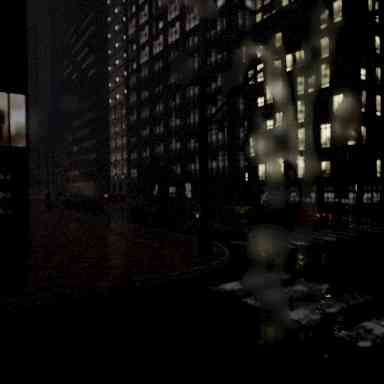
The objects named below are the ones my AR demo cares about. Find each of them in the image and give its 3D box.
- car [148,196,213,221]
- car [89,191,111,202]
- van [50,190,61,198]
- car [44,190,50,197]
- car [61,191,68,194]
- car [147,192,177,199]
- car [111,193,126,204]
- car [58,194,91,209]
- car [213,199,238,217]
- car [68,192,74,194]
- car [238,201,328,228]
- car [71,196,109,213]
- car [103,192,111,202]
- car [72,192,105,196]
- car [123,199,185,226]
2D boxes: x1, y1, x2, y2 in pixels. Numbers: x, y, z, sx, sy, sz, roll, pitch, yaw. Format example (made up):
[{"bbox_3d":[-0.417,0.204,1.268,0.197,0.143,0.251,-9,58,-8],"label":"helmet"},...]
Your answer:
[{"bbox_3d":[-1.009,1.337,24.567,2.128,1.511,4.902,-1,1,-35],"label":"car"},{"bbox_3d":[-15.772,0.780,56.908,2.097,1.767,4.553,-1,1,-35],"label":"car"},{"bbox_3d":[-32.292,0.515,80.130,1.690,1.788,3.998,-1,1,-35],"label":"van"},{"bbox_3d":[-35.495,0.672,84.777,2.008,1.369,4.403,-1,1,-35],"label":"car"},{"bbox_3d":[-25.886,0.717,70.845,1.967,1.590,4.097,-1,1,-35],"label":"car"},{"bbox_3d":[-3.466,0.948,38.337,2.192,1.841,5.009,-1,1,-35],"label":"car"},{"bbox_3d":[-11.786,0.993,51.192,1.837,1.490,4.892,-1,1,-35],"label":"car"},{"bbox_3d":[-13.543,1.280,38.193,2.008,1.369,4.403,-1,1,-35],"label":"car"},{"bbox_3d":[3.288,1.264,28.482,1.752,1.417,4.829,-1,1,-35],"label":"car"},{"bbox_3d":[-22.683,0.873,66.202,1.887,1.381,4.507,-1,1,-35],"label":"car"},{"bbox_3d":[5.659,1.389,20.880,2.033,1.411,5.357,-1,1,-36],"label":"car"},{"bbox_3d":[-10.339,1.345,33.549,1.947,1.339,4.313,-1,1,-35],"label":"car"},{"bbox_3d":[-14.029,1.053,49.000,1.837,1.490,4.892,-1,1,-34],"label":"car"},{"bbox_3d":[-13.357,1.145,42.514,2.128,1.511,4.902,-1,1,-34],"label":"car"},{"bbox_3d":[-2.706,1.447,22.530,2.008,1.369,4.403,-1,1,-35],"label":"car"}]
